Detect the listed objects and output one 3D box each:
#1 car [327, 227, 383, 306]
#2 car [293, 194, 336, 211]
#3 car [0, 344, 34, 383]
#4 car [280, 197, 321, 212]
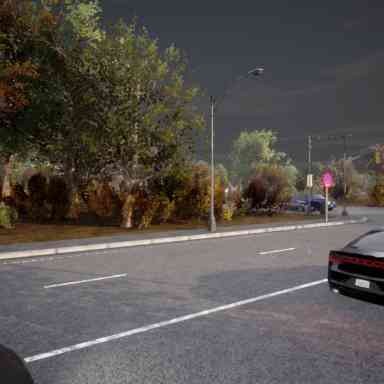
[{"bbox_3d":[5.051,1.478,7.370,5.008,1.535,1.882,0,0,-36],"label":"car"},{"bbox_3d":[14.746,1.221,40.685,2.150,2.045,5.566,0,0,-31],"label":"car"},{"bbox_3d":[-3.282,1.505,1.395,4.892,1.490,1.837,0,0,-36],"label":"car"},{"bbox_3d":[12.144,1.564,38.215,1.994,1.385,4.181,0,0,-32],"label":"car"}]
